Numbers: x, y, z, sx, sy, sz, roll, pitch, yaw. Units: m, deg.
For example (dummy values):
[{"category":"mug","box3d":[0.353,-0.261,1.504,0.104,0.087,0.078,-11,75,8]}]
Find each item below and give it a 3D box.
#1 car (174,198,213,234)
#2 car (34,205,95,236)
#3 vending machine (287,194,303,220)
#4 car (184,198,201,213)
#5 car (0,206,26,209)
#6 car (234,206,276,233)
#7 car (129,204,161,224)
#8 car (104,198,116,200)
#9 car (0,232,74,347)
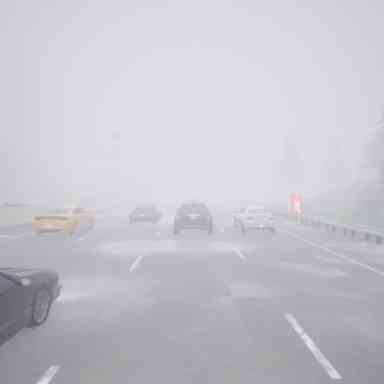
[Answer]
[{"category":"car","box3d":[0.081,1.348,19.456,2.097,1.767,4.553,0,0,0]},{"category":"car","box3d":[-6.917,1.476,18.531,1.882,1.535,5.008,0,0,0]},{"category":"vending machine","box3d":[8.474,1.188,27.410,1.100,2.100,0.880,0,0,0]},{"category":"car","box3d":[0.062,1.498,38.445,1.837,1.490,4.892,0,0,0]},{"category":"car","box3d":[-17.627,1.600,31.918,1.895,1.301,4.718,0,0,0]},{"category":"car","box3d":[3.582,1.521,19.425,1.812,1.442,4.674,0,0,0]},{"category":"car","box3d":[-3.423,1.561,24.792,1.994,1.385,4.181,0,0,0]},{"category":"car","box3d":[-17.572,1.343,72.485,2.097,1.767,4.553,0,0,0]},{"category":"car","box3d":[-3.404,1.548,3.930,2.033,1.411,5.357,0,0,0]}]
